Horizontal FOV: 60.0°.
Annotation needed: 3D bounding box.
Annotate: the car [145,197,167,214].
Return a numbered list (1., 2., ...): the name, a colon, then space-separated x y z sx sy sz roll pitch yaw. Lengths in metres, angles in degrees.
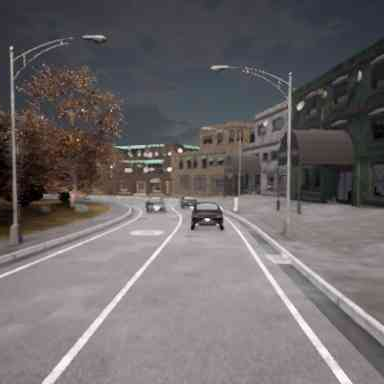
1. car: -3.487 1.244 32.228 2.128 1.511 4.902 0 1 -8

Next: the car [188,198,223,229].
1. car: 0.911 1.369 20.993 1.882 1.535 5.008 0 1 1

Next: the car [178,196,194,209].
1. car: -0.475 1.154 39.396 1.812 1.442 4.674 0 1 -7

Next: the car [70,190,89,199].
1. car: -23.056 0.403 67.632 4.553 1.767 2.097 1 3 39
